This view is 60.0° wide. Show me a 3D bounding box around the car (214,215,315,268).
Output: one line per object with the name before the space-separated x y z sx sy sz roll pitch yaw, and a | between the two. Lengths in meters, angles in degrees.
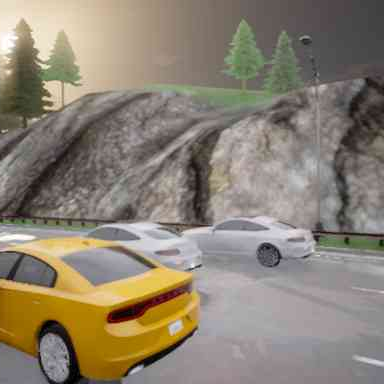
car | 1.647 1.511 11.146 4.674 1.442 1.812 0 0 34

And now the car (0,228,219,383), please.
car | -2.263 1.493 5.381 5.008 1.535 1.882 0 0 33

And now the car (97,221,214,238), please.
car | -1.942 1.539 9.298 4.674 1.442 1.812 0 0 32
